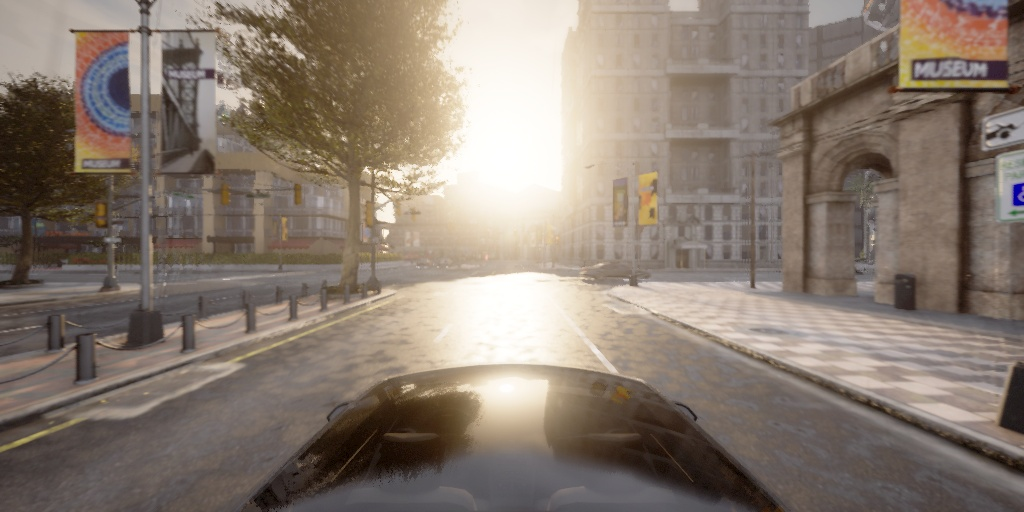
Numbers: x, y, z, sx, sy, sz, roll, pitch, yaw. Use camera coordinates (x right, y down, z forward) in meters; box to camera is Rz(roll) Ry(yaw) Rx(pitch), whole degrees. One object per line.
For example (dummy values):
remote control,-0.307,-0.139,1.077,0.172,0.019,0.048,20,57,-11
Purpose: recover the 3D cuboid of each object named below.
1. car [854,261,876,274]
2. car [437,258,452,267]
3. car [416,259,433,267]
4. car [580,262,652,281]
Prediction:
car,39.272,1.232,39.223,4.718,1.301,1.895,0,0,1
car,-11.539,1.049,61.792,2.128,1.511,4.902,0,0,0
car,-15.039,1.121,61.732,1.994,1.385,4.181,0,0,0
car,8.184,1.211,28.569,5.357,1.411,2.033,0,0,0
